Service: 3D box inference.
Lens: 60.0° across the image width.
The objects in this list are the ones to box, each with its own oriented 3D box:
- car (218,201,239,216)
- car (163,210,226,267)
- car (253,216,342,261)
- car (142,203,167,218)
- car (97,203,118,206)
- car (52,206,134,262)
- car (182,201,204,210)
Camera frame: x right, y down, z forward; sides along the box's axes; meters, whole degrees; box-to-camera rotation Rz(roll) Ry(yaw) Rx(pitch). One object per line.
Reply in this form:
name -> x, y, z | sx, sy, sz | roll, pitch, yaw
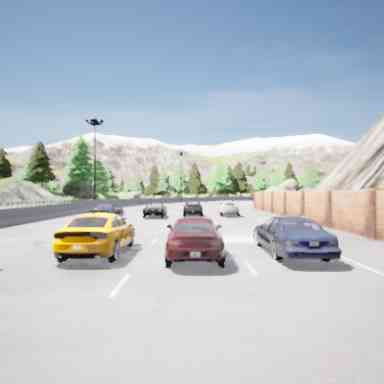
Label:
car -> 3.600, 1.614, 33.159 | 1.812, 1.442, 4.674 | 0, 0, 0
car -> 0.087, 1.556, 11.426 | 1.812, 1.442, 4.674 | 0, 0, 0
car -> 3.600, 1.580, 12.319 | 2.033, 1.411, 5.357 | 0, 0, 0
car -> -3.400, 1.684, 31.171 | 1.895, 1.301, 4.718 | 0, 0, 0
car -> -6.901, 1.621, 27.343 | 2.033, 1.411, 5.357 | 0, 0, 0
car -> -3.399, 1.511, 12.342 | 1.882, 1.535, 5.008 | 0, 0, 0
car -> 0.100, 1.578, 32.462 | 2.128, 1.511, 4.902 | 0, 0, 0
